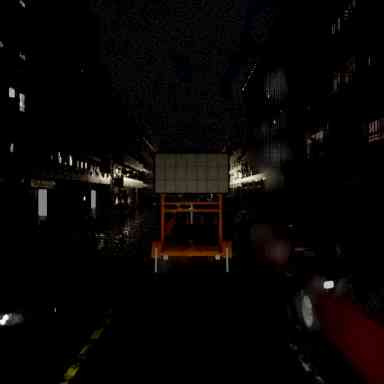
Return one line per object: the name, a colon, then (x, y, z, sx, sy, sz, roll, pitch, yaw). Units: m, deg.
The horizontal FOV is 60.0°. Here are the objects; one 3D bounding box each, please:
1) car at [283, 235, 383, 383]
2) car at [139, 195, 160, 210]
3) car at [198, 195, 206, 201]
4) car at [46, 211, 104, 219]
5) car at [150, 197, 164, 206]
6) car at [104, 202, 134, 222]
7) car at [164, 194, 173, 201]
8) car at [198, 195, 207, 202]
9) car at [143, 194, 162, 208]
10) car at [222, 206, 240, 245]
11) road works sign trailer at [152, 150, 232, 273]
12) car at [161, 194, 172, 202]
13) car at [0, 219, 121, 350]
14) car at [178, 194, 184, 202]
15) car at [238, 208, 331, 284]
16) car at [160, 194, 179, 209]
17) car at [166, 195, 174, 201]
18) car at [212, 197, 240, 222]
car: (2.689, 1.545, 3.903, 1.887, 1.381, 4.507, 0, 0, 0)
car: (-5.737, 1.432, 43.353, 1.967, 1.590, 4.097, 0, 0, 0)
car: (2.592, 1.516, 88.449, 1.887, 1.381, 4.507, 0, 0, 0)
car: (-5.705, 1.565, 15.169, 1.947, 1.339, 4.313, 0, 0, 0)
car: (-5.751, 1.570, 54.626, 1.802, 1.307, 4.206, 0, 0, 0)
car: (-5.718, 1.523, 26.272, 1.752, 1.417, 4.829, 0, 0, 0)
car: (-5.782, 1.415, 82.806, 1.967, 1.590, 4.097, 0, 0, 0)
car: (2.604, 1.503, 77.346, 1.752, 1.417, 4.829, 0, 0, 0)
car: (-5.743, 1.305, 48.989, 2.192, 1.841, 5.009, 0, 0, 0)
car: (2.676, 1.550, 15.176, 2.008, 1.369, 4.403, 0, 0, 0)
road works sign trailer: (-0.011, 0.464, 10.669, 2.380, 3.560, 2.880, 0, 0, 0)
car: (-5.775, 1.293, 77.171, 2.192, 1.841, 5.009, 0, 0, 0)
car: (-3.105, 1.547, 6.824, 2.033, 1.411, 5.357, 0, 0, 0)
car: (-3.084, 1.200, 74.869, 2.150, 2.045, 5.566, 0, 0, 0)
car: (2.682, 1.440, 9.540, 1.967, 1.590, 4.097, 0, 0, 0)
car: (-3.151, 1.468, 46.509, 1.882, 1.535, 5.008, 0, 0, 0)
car: (-5.788, 1.516, 88.444, 1.887, 1.381, 4.507, 0, 0, 0)
car: (2.664, 1.312, 26.449, 2.192, 1.841, 5.009, 0, 0, 0)
